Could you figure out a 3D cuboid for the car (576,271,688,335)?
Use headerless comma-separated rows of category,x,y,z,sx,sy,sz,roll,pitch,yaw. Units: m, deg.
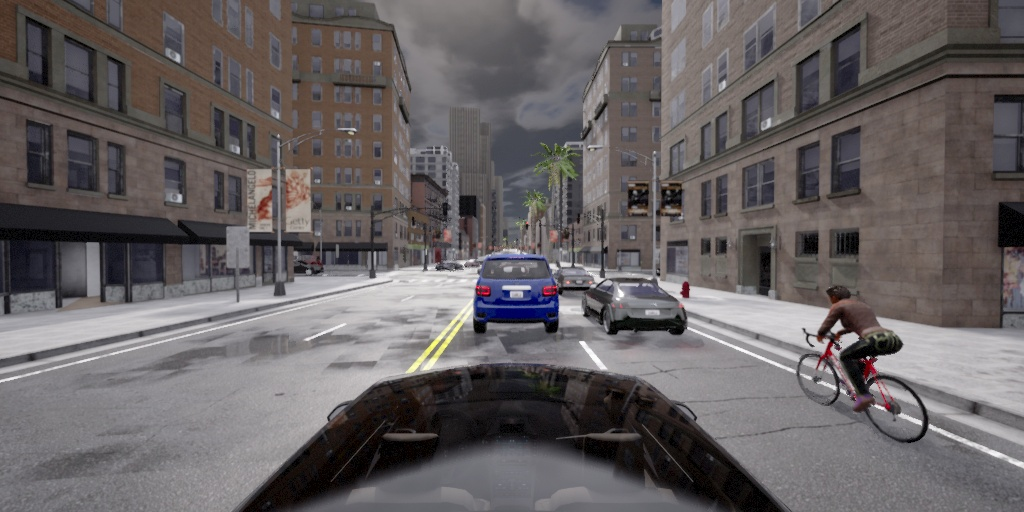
car,3.325,1.309,10.501,1.994,1.385,4.181,0,0,0

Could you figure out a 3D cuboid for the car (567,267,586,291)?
car,3.232,1.287,19.734,2.033,1.411,5.357,0,0,0

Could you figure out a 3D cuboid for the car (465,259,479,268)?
car,-6.635,1.284,59.813,1.994,1.385,4.181,0,0,0

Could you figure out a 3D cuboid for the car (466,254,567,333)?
car,0.093,0.966,10.836,2.150,2.045,5.566,0,0,0

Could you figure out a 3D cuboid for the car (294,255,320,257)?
car,-23.933,0.820,40.087,5.009,1.841,2.192,0,0,-9

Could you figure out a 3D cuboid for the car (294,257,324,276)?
car,-20.902,1.110,34.704,4.892,1.490,1.837,1,1,-9

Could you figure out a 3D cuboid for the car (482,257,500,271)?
car,-2.838,1.064,47.916,2.097,1.767,4.553,1,-1,-7

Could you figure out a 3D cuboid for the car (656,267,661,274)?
car,16.175,1.500,34.632,4.313,1.339,1.948,0,0,0

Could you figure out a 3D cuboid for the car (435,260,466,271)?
car,-7.817,1.214,44.785,1.994,1.385,4.181,0,-1,19

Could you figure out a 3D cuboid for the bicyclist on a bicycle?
bicyclist on a bicycle,4.141,1.201,4.388,0.582,1.620,1.656,0,0,0
